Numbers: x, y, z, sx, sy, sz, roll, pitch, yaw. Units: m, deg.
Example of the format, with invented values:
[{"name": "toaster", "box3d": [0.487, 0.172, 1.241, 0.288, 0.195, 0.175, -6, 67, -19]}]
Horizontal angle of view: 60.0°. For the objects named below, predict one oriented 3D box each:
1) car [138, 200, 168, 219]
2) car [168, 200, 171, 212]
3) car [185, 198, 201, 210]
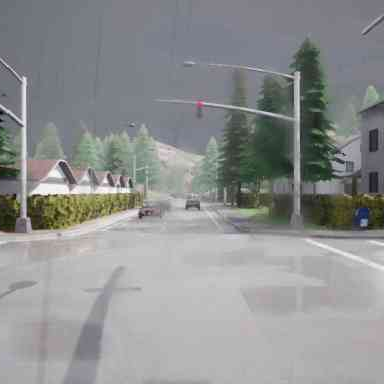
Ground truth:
[{"name": "car", "box3d": [-3.494, 1.572, 29.358, 1.994, 1.385, 4.181, 0, 0, 0]}, {"name": "car", "box3d": [-3.493, 1.611, 39.353, 1.895, 1.301, 4.718, 0, 0, 0]}, {"name": "car", "box3d": [0.109, 1.516, 43.325, 1.837, 1.490, 4.892, 0, 0, 0]}]
